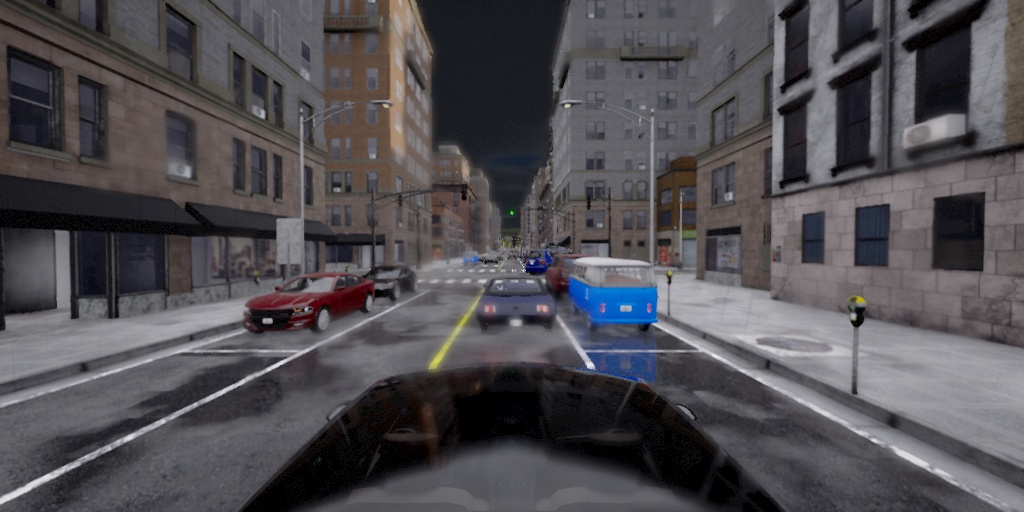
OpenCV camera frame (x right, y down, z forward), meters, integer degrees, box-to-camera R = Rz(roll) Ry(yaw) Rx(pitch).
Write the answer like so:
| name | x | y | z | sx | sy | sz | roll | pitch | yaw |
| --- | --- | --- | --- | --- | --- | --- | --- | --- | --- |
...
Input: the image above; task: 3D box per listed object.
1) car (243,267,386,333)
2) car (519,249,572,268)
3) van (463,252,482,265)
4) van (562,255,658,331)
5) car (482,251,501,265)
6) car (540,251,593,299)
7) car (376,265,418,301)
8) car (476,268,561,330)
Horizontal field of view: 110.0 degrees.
| name | x | y | z | sx | sy | sz | roll | pitch | yaw |
| --- | --- | --- | --- | --- | --- | --- | --- | --- | --- |
| car | -5.387 | 1.150 | 10.159 | 1.888 | 1.381 | 4.507 | 0 | 0 | 0 |
| car | 3.558 | 0.534 | 26.230 | 5.566 | 2.045 | 2.150 | -1 | 0 | -37 |
| van | -5.398 | 0.295 | 47.628 | 1.690 | 1.789 | 3.998 | 0 | 0 | 0 |
| van | 2.639 | 0.946 | 10.156 | 1.690 | 1.789 | 3.998 | 0 | 0 | 0 |
| car | -2.824 | 0.426 | 49.516 | 1.837 | 1.490 | 4.892 | 0 | 1 | 0 |
| car | 2.640 | 0.824 | 15.667 | 2.192 | 1.841 | 5.009 | 0 | 0 | 0 |
| car | -5.385 | 1.076 | 15.669 | 1.948 | 1.339 | 4.313 | 0 | 0 | 0 |
| car | 0.102 | 1.201 | 10.415 | 1.895 | 1.301 | 4.718 | 0 | 1 | 0 |
